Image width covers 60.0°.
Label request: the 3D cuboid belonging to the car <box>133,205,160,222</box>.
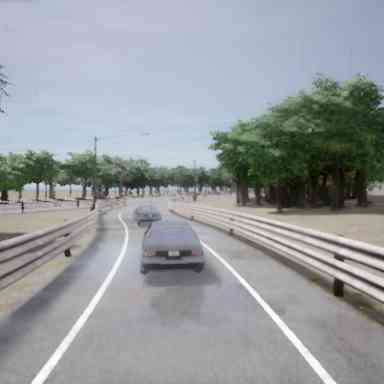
[{"bbox_3d":[-3.562,1.765,26.194,2.033,1.411,5.357,0,0,-14],"label":"car"}]

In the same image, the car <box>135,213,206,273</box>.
[{"bbox_3d":[-0.731,1.646,11.030,2.033,1.411,5.357,0,0,-6],"label":"car"}]
